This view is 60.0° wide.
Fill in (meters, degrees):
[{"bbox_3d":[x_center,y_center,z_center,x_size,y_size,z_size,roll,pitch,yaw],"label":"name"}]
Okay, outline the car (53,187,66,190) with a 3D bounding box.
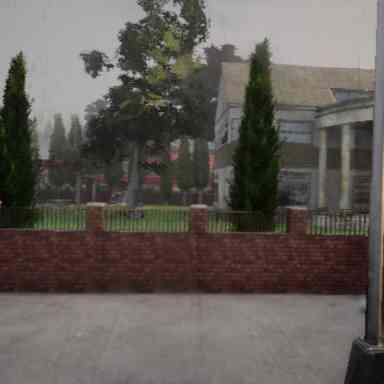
[{"bbox_3d":[-17.483,-0.107,44.252,1.816,1.474,4.193,1,1,-4],"label":"car"}]
